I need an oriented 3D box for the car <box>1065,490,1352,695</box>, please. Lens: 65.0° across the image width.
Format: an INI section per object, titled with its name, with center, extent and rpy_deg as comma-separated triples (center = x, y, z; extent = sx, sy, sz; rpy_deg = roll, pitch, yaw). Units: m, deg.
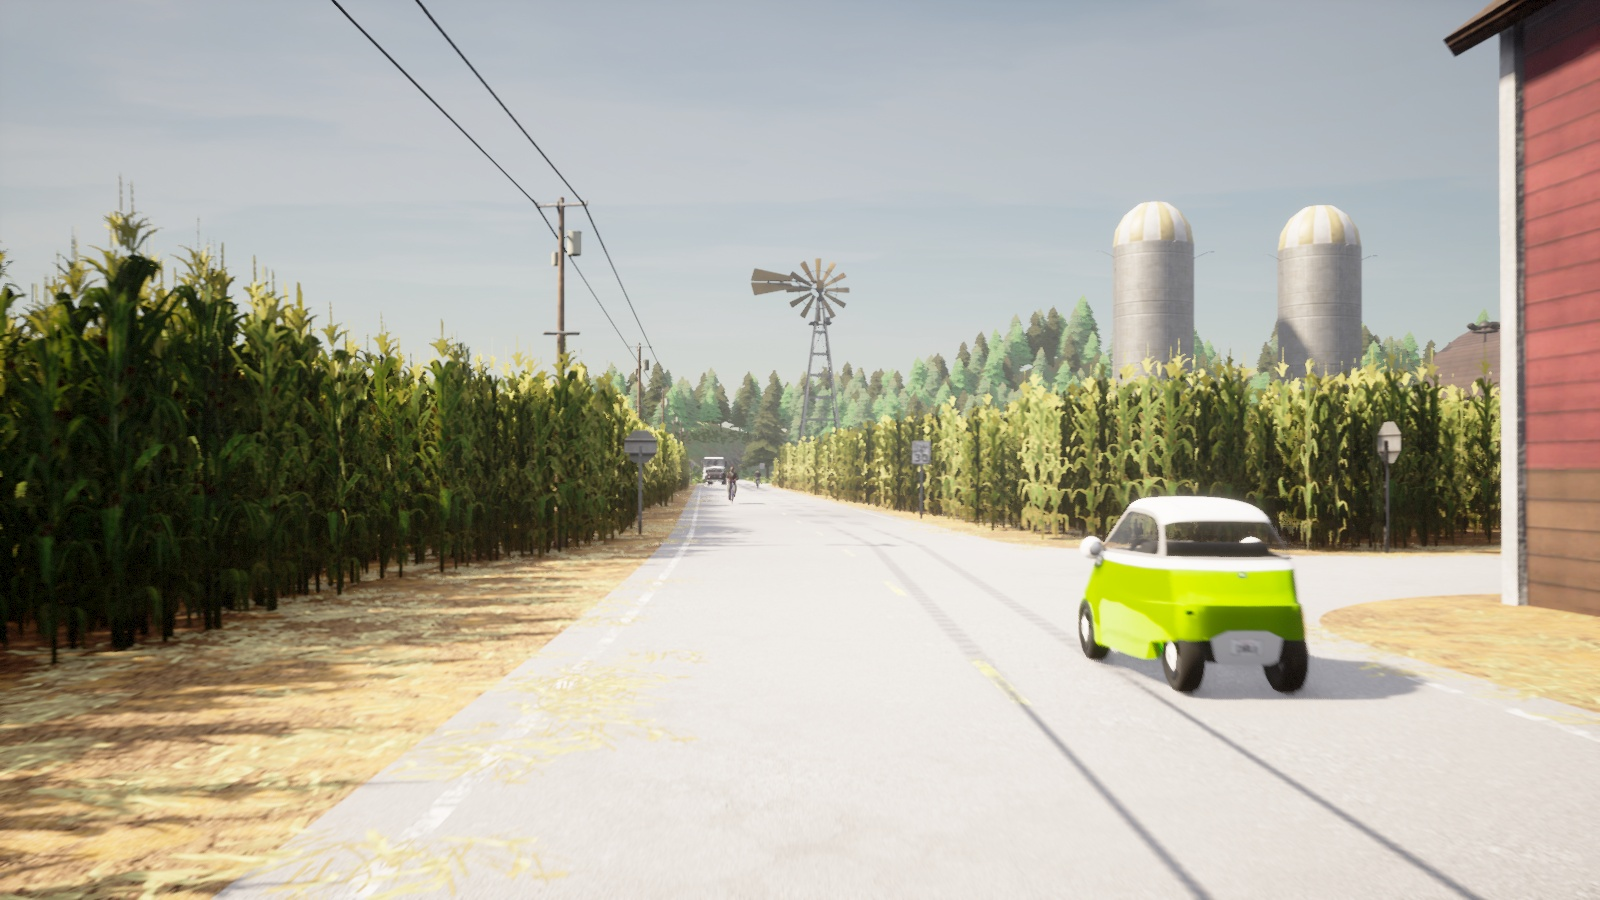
[car]
center = 3.073, 1.022, 9.829
extent = 1.481, 1.376, 2.207
rpy_deg = 0, -1, -1
